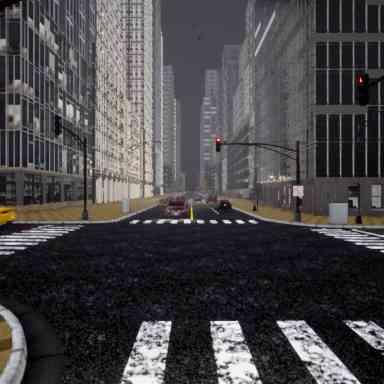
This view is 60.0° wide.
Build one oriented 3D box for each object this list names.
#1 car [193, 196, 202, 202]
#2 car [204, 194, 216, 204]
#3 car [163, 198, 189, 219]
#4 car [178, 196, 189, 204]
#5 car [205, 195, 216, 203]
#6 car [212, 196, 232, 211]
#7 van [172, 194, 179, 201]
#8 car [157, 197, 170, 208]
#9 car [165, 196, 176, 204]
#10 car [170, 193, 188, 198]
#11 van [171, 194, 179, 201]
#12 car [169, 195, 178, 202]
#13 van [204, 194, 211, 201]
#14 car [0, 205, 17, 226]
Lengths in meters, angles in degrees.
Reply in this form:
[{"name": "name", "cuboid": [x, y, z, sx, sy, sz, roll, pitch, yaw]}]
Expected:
[{"name": "car", "cuboid": [1.218, 1.529, 72.899, 2.033, 1.411, 5.357, 0, 0, 0]}, {"name": "car", "cuboid": [3.807, 1.313, 63.894, 2.192, 1.841, 5.009, 0, 0, 0]}, {"name": "car", "cuboid": [-1.398, 1.544, 29.791, 1.812, 1.442, 4.674, 0, 0, -2]}, {"name": "car", "cuboid": [-1.541, 1.545, 64.128, 2.033, 1.411, 5.357, 0, 0, 0]}, {"name": "car", "cuboid": [3.785, 1.432, 69.423, 1.967, 1.590, 4.097, 0, 0, 0]}, {"name": "car", "cuboid": [3.941, 1.579, 41.786, 1.947, 1.339, 4.313, 0, 0, 0]}, {"name": "van", "cuboid": [-4.159, 1.315, 85.975, 1.690, 1.788, 3.998, 0, 0, 0]}, {"name": "car", "cuboid": [-4.010, 1.592, 47.281, 1.802, 1.307, 4.206, 0, 0, 0]}, {"name": "car", "cuboid": [-4.073, 1.563, 63.864, 1.947, 1.339, 4.313, 0, 0, 0]}, {"name": "car", "cuboid": [-1.536, 1.363, 46.390, 2.097, 1.767, 4.553, 0, 0, 0]}, {"name": "van", "cuboid": [-4.138, 1.321, 80.447, 1.690, 1.788, 3.998, 0, 0, 0]}, {"name": "car", "cuboid": [-4.116, 1.426, 74.920, 1.967, 1.590, 4.097, 0, 0, 0]}, {"name": "van", "cuboid": [3.742, 1.321, 80.478, 1.690, 1.788, 3.998, 0, 0, 0]}, {"name": "car", "cuboid": [-12.860, 1.263, 19.184, 5.008, 1.535, 1.882, 1, 0, -3]}]
